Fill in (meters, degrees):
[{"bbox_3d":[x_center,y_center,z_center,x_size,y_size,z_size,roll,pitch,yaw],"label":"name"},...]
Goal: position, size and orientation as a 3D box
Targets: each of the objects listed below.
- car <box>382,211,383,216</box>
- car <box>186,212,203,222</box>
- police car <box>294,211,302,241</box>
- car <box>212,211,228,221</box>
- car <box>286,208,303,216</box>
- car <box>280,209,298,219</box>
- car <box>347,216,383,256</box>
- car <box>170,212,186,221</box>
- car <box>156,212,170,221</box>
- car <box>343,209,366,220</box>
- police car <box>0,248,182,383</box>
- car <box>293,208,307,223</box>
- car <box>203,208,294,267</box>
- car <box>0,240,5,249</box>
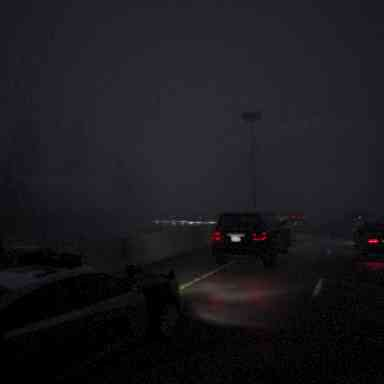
[{"bbox_3d":[23.053,2.338,36.886,2.150,2.045,5.566,-1,-2,13],"label":"car"},{"bbox_3d":[0.940,3.864,52.184,2.033,1.411,5.357,-2,-3,11],"label":"car"},{"bbox_3d":[5.091,2.198,19.671,1.930,1.638,5.238,-2,-3,22],"label":"police car"},{"bbox_3d":[4.421,3.704,51.990,1.882,1.535,5.008,-2,-3,10],"label":"car"},{"bbox_3d":[20.495,3.984,66.761,1.882,1.535,5.008,-1,-3,3],"label":"car"},{"bbox_3d":[15.471,3.513,53.214,2.128,1.511,4.902,-2,-3,9],"label":"car"},{"bbox_3d":[8.597,2.039,15.222,2.033,1.411,5.357,-2,-3,20],"label":"car"},{"bbox_3d":[-1.885,4.105,56.602,1.812,1.442,4.674,-2,-3,9],"label":"car"},{"bbox_3d":[-4.921,4.334,59.649,2.033,1.411,5.357,-2,-3,8],"label":"car"},{"bbox_3d":[20.521,2.909,42.070,1.837,1.490,4.892,-1,-3,12],"label":"car"},{"bbox_3d":[-1.904,1.700,4.793,1.930,1.638,5.238,-3,-3,28],"label":"police car"},{"bbox_3d":[12.952,3.075,40.787,2.033,1.411,5.357,-2,-3,13],"label":"car"},{"bbox_3d":[2.620,1.799,13.940,2.150,2.045,5.566,-2,-3,24],"label":"car"},{"bbox_3d":[-9.173,2.256,11.687,1.837,1.490,4.892,-2,-3,27],"label":"car"}]
